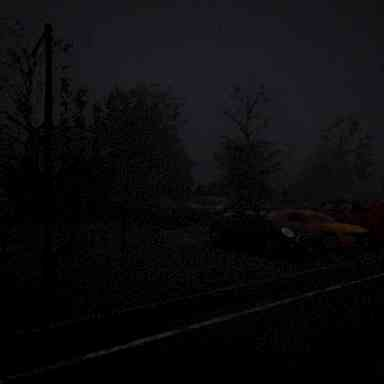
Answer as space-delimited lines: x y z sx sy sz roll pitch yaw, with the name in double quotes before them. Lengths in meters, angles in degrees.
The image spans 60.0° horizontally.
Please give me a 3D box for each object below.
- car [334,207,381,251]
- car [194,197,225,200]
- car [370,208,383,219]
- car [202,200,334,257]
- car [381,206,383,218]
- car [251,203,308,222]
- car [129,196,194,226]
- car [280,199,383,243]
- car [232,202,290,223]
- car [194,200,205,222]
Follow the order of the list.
"car" 5.244 1.574 14.946 2.097 1.535 5.008 2 -1 -36
"car" 1.769 1.430 27.547 2.435 2.045 5.566 2 -1 -36
"car" 27.679 3.028 46.207 2.002 1.452 4.674 4 -2 -36
"car" 2.777 1.381 13.184 2.185 1.767 4.553 2 -1 -36
"car" 30.228 3.028 48.099 2.185 1.767 4.553 4 -2 -35
"car" 8.433 1.935 32.611 1.946 1.575 5.366 2 -1 -36
"car" -2.648 1.303 24.335 2.435 2.045 5.566 2 -1 -36
"car" 7.594 1.389 16.685 2.435 2.045 5.566 2 -1 -36
"car" 6.275 1.847 31.057 1.946 1.575 5.366 2 -1 -36
"car" -0.507 1.616 25.919 2.231 1.521 4.892 2 -1 -36
